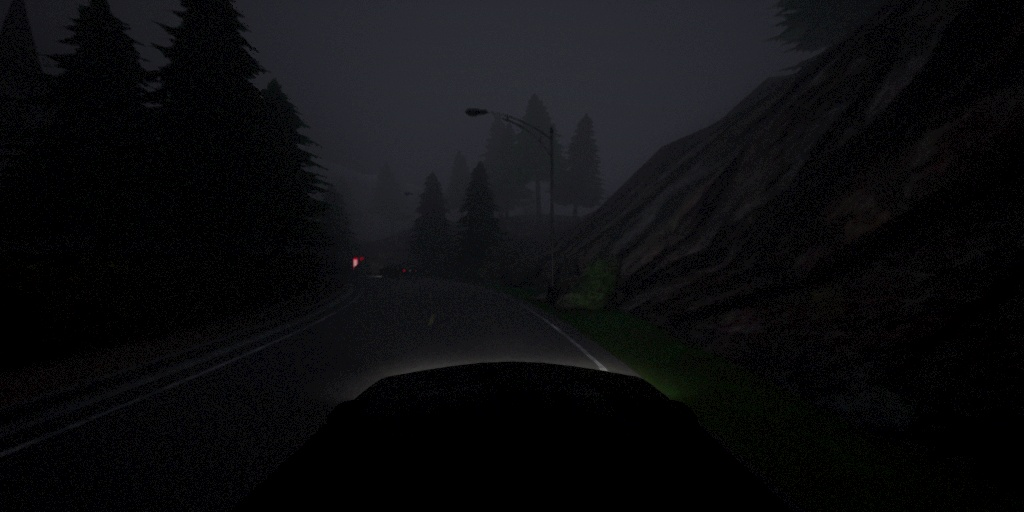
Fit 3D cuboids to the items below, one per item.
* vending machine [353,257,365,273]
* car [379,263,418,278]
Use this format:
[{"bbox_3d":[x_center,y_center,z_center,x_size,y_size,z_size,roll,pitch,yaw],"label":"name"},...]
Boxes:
[{"bbox_3d":[-19.235,1.133,45.138,0.880,2.100,1.100,0,0,23],"label":"vending machine"},{"bbox_3d":[-11.251,1.416,35.452,2.033,1.411,5.357,0,0,-43],"label":"car"}]
